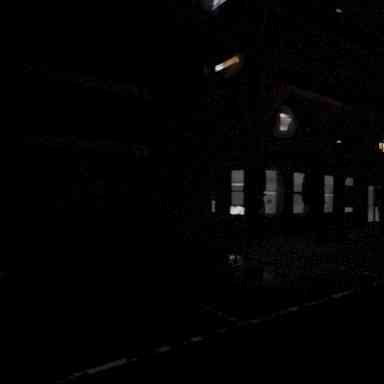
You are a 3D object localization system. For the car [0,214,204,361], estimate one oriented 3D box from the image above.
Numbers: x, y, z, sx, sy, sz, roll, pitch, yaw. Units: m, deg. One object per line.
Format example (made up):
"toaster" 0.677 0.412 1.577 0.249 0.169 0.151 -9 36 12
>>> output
"car" -2.119 1.324 5.029 5.009 1.841 2.192 1 1 -35
